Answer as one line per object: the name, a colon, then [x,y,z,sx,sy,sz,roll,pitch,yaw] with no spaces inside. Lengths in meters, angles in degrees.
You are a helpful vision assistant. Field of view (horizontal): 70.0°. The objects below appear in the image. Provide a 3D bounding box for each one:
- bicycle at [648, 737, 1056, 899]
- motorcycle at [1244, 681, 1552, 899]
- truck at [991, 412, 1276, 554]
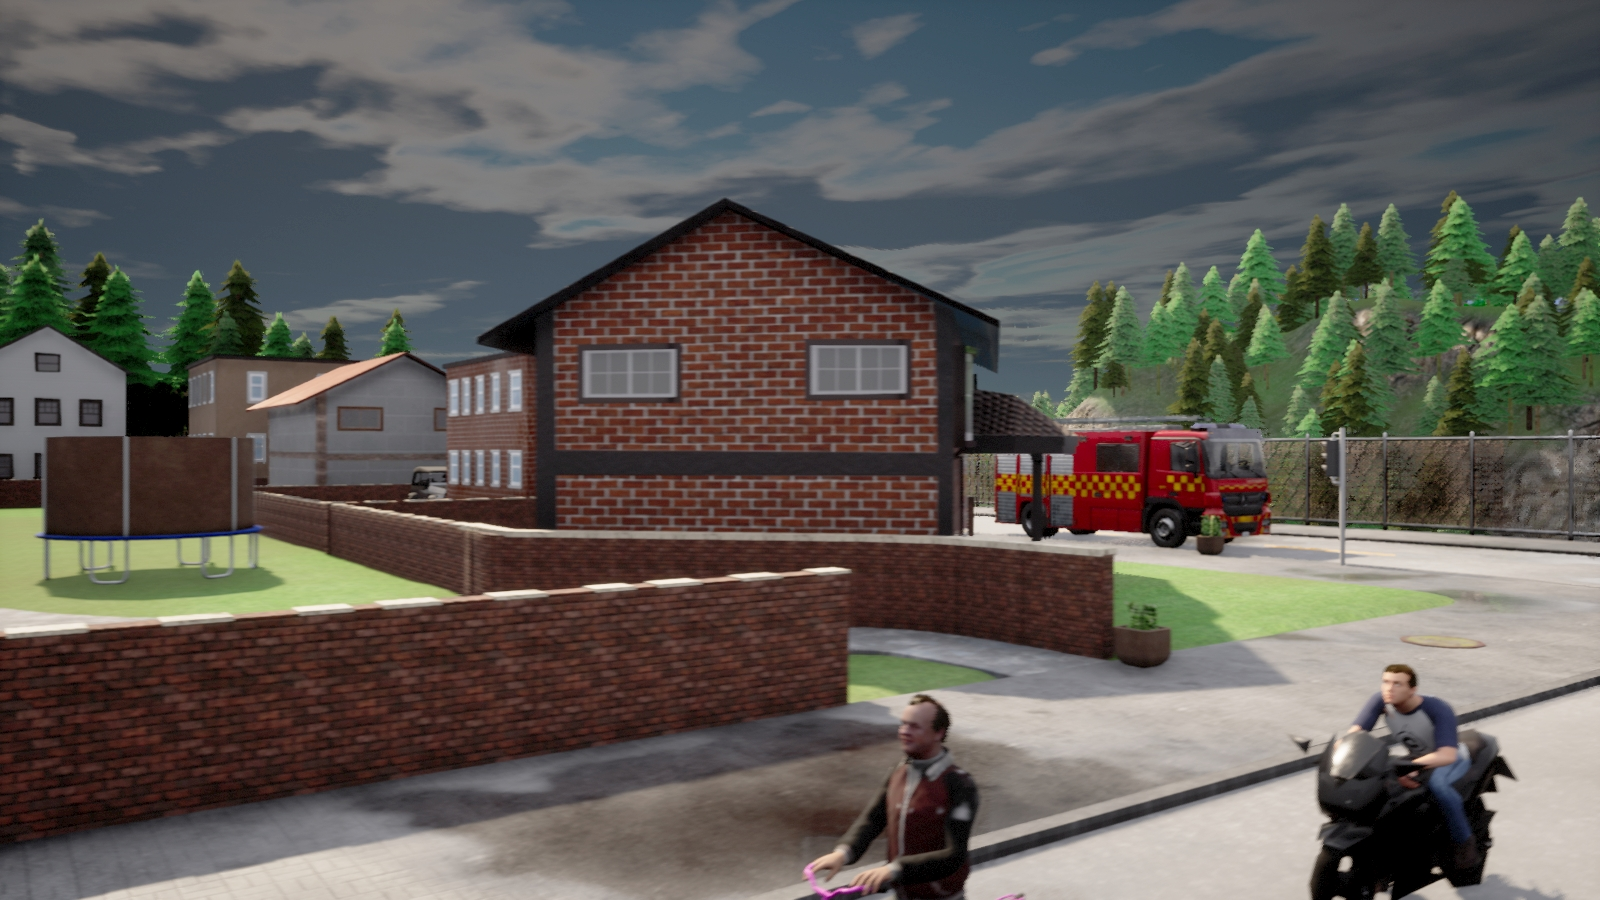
bicycle: [0.281,2.060,4.621,1.835,1.471,0.329,0,0,-35]
motorcycle: [3.662,2.186,6.927,2.033,1.199,0.803,0,0,-35]
truck: [9.950,0.891,35.214,2.891,3.827,8.468,0,0,-35]
